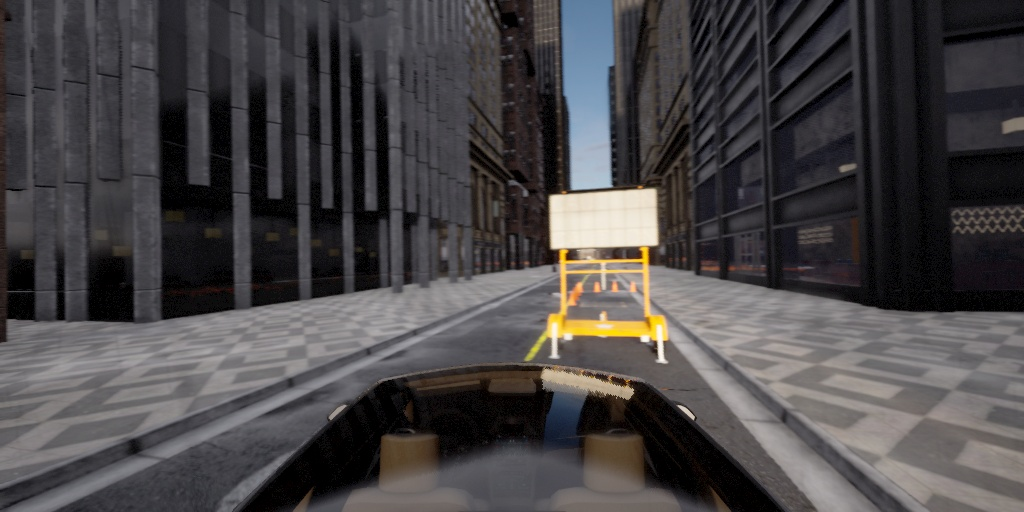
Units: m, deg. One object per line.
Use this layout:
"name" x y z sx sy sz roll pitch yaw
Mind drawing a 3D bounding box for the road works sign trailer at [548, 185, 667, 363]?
"road works sign trailer" 2.160 0.235 8.301 2.380 3.560 2.880 0 0 14
